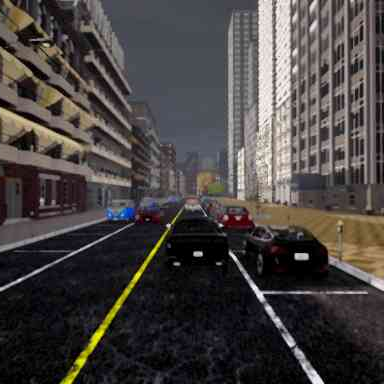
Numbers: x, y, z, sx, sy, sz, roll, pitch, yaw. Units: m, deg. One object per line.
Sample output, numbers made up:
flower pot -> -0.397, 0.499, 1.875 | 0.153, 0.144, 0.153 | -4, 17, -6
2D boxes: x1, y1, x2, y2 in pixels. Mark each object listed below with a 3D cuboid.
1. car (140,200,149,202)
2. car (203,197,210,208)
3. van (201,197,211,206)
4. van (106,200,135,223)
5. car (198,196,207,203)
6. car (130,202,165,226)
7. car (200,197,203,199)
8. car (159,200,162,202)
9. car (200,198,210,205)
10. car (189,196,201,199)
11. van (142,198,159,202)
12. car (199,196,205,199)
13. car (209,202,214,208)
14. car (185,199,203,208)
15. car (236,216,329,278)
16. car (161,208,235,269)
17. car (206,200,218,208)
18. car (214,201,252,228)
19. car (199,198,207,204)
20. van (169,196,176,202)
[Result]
car -> -5.683, 1.759, 32.338 | 1.887, 1.381, 4.507 | 0, 0, 0
car -> 2.699, 1.731, 43.382 | 1.967, 1.590, 4.097 | 0, 0, 0
van -> 2.701, 1.797, 65.475 | 1.690, 1.788, 3.998 | 0, 0, 0
van -> -5.684, 1.518, 26.817 | 1.690, 1.788, 3.998 | 0, 0, 0
car -> 2.704, 1.944, 87.566 | 2.192, 1.841, 5.009 | 0, 0, 0
car -> -3.092, 1.729, 25.079 | 1.994, 1.385, 4.181 | 0, 0, 0
car -> 2.700, 1.937, 54.427 | 1.947, 1.339, 4.313 | 0, 0, 0
car -> -5.681, 1.922, 54.428 | 2.008, 1.369, 4.403 | 0, 0, 0
car -> 2.702, 2.049, 70.995 | 2.008, 1.369, 4.403 | 0, 0, 0
car -> 0.109, 1.804, 64.808 | 2.097, 1.767, 4.553 | 0, 0, 0
van -> -5.682, 1.632, 43.384 | 1.690, 1.788, 3.998 | 0, 0, 0
car -> 2.700, 1.958, 59.950 | 1.887, 1.381, 4.507 | 0, 0, 0
car -> 2.697, 1.728, 26.814 | 2.008, 1.369, 4.403 | 0, 0, 0
car -> 0.106, 1.884, 42.196 | 1.895, 1.301, 4.718 | 0, 0, 0
car -> 2.695, 1.632, 10.245 | 1.947, 1.339, 4.313 | 0, 0, 0
car -> 0.112, 1.552, 11.534 | 1.882, 1.535, 5.008 | 0, 0, -1
car -> 2.698, 1.766, 32.337 | 2.008, 1.369, 4.403 | 0, 0, 0
car -> 2.697, 1.580, 21.291 | 1.967, 1.590, 4.097 | 0, 0, 0
car -> 2.703, 2.136, 82.040 | 2.008, 1.369, 4.403 | 0, 0, 0
van -> -5.676, 2.015, 93.088 | 1.690, 1.788, 3.998 | 0, 0, 0
